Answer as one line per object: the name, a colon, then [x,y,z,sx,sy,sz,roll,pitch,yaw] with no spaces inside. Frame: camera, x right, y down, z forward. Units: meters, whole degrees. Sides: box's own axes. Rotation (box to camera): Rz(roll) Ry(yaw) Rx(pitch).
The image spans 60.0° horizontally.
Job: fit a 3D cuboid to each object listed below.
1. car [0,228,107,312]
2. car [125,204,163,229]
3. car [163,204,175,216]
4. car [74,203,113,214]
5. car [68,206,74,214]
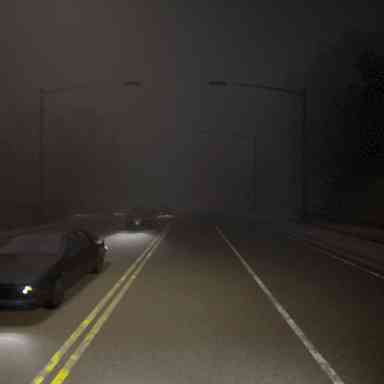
car: [-3.594,1.652,8.379,2.033,1.411,5.357,0,-1,0]
car: [-3.591,1.790,24.229,2.128,1.511,4.902,0,-1,0]
car: [-3.593,2.196,41.804,2.033,1.411,5.357,0,-1,0]
car: [-12.717,2.061,41.586,5.357,1.411,2.033,0,-1,-2]
car: [-16.497,1.973,37.982,4.892,1.490,1.837,0,-1,0]
